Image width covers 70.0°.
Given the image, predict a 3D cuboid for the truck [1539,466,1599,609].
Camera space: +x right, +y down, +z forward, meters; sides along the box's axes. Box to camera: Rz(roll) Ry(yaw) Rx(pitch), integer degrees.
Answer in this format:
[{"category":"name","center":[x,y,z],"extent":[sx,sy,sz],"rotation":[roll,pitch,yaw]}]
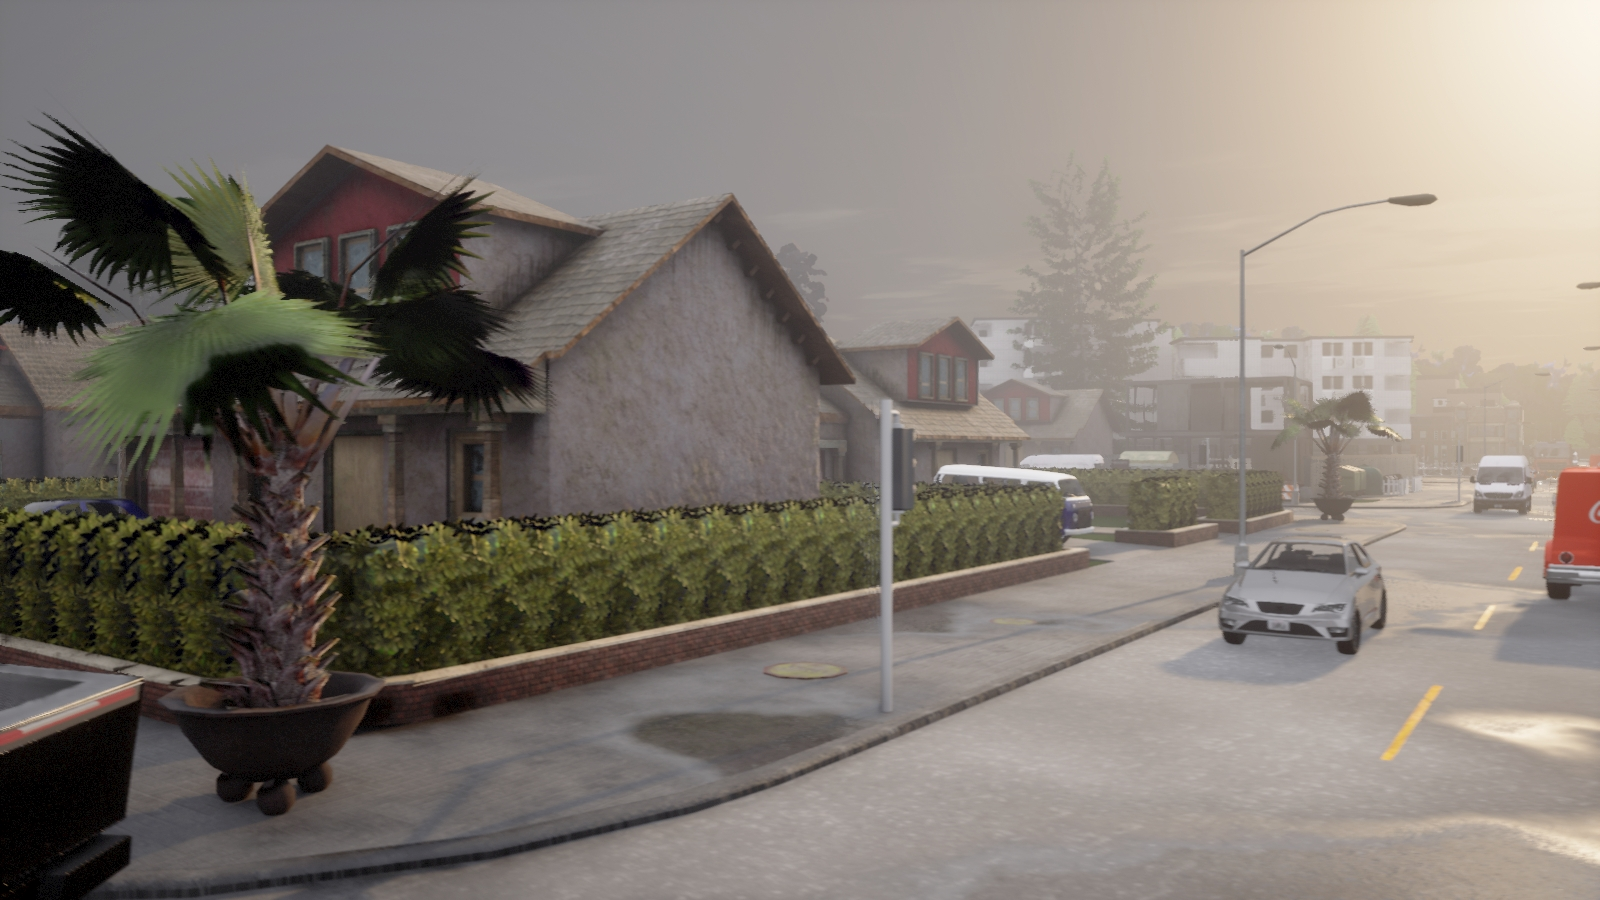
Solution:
[{"category":"truck","center":[15.829,1.565,21.872],"extent":[2.627,2.467,5.204],"rotation":[0,0,35]}]

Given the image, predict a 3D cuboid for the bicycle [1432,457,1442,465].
[{"category":"bicycle","center":[121.756,2.053,218.354],"extent":[1.643,1.496,0.373],"rotation":[0,0,35]}]

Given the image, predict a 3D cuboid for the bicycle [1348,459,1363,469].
[{"category":"bicycle","center":[81.137,2.058,166.912],"extent":[1.835,1.471,0.329],"rotation":[0,0,35]}]

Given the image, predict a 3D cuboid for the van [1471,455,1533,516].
[{"category":"van","center":[31.597,1.534,51.342],"extent":[1.988,2.561,5.915],"rotation":[0,0,35]}]

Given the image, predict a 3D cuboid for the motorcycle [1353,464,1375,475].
[{"category":"motorcycle","center":[63.194,2.184,128.008],"extent":[2.033,1.199,0.803],"rotation":[0,0,35]}]

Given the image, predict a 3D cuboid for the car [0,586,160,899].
[{"category":"car","center":[-6.416,1.754,4.641],"extent":[6.274,2.098,2.390],"rotation":[0,0,-1]}]

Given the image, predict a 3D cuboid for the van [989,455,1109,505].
[{"category":"van","center":[13.144,1.533,60.607],"extent":[5.915,2.561,1.988],"rotation":[0,0,35]}]

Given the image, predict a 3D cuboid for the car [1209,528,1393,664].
[{"category":"car","center":[7.637,2.065,17.181],"extent":[1.816,1.474,4.193],"rotation":[0,0,34]}]
